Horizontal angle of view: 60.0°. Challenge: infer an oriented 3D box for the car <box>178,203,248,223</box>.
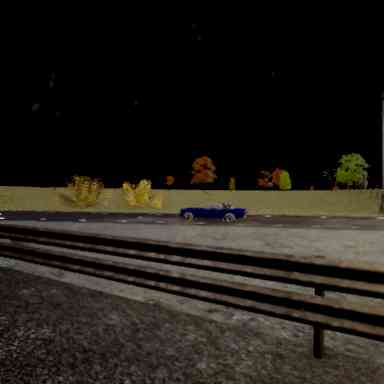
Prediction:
[{"bbox_3d":[1.463,1.391,23.348,4.718,1.301,1.895,0,0,17],"label":"car"}]
